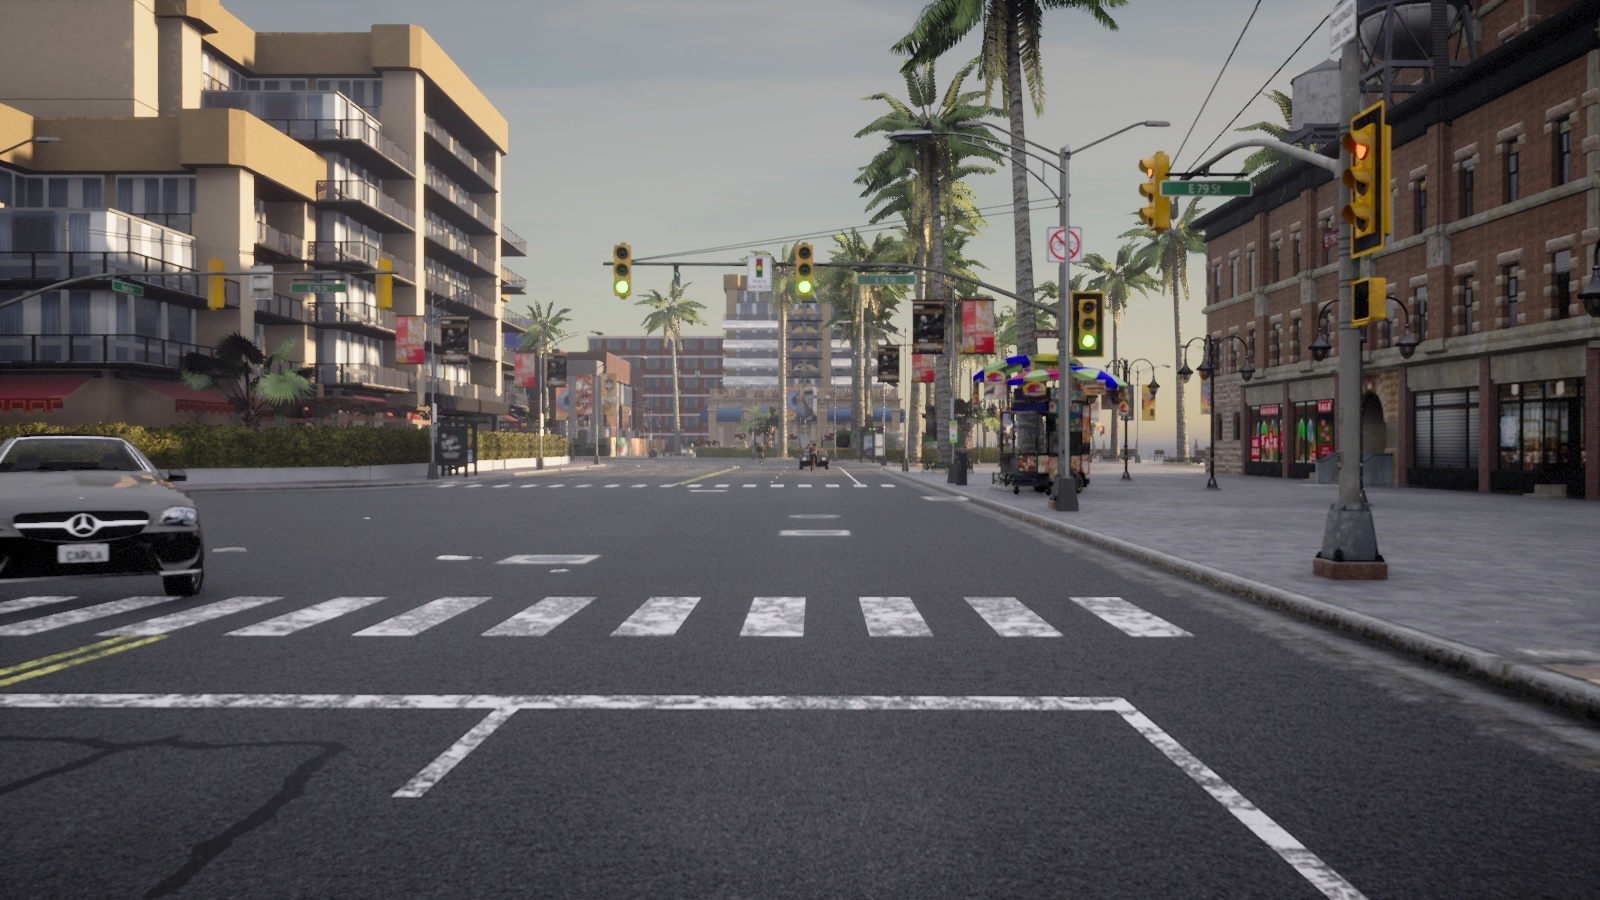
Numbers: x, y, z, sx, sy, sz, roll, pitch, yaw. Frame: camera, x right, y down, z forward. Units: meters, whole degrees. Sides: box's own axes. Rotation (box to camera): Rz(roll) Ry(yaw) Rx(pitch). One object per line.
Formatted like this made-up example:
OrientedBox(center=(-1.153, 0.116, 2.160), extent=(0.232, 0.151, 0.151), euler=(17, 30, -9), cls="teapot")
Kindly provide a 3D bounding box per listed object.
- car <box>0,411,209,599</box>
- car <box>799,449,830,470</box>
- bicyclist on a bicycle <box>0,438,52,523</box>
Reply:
OrientedBox(center=(-7.860, 0.473, 13.475), extent=(2.152, 1.651, 5.027), euler=(0, 0, -32), cls="car")
OrientedBox(center=(0.885, 0.581, 79.053), extent=(1.895, 1.301, 4.718), euler=(0, 0, 1), cls="car")
OrientedBox(center=(-15.485, 0.588, 24.292), extent=(1.509, 1.612, 0.866), euler=(0, -1, -7), cls="bicyclist on a bicycle")
